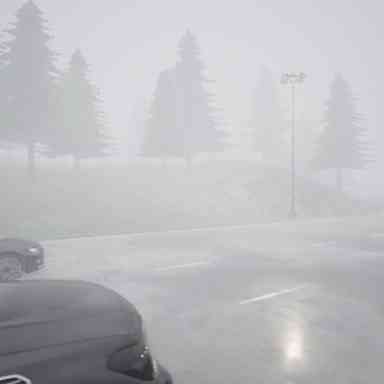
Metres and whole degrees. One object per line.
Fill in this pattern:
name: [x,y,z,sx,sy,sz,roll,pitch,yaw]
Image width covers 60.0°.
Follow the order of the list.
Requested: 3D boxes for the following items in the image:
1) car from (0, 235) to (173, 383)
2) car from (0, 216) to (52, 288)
car: [-2.800,1.222,1.748,5.566,2.045,2.150,0,0,-35]
car: [-6.187,1.494,7.931,4.902,1.511,2.128,0,0,-36]
